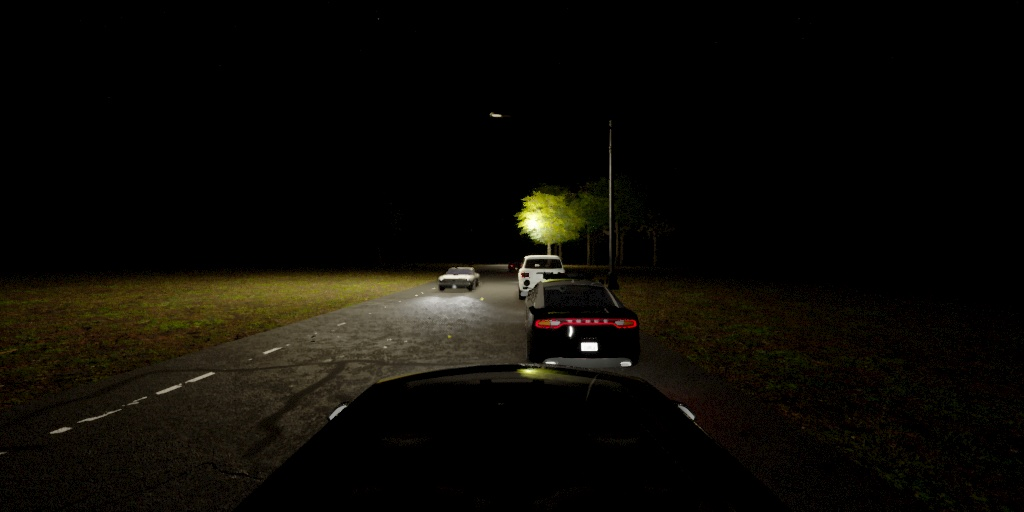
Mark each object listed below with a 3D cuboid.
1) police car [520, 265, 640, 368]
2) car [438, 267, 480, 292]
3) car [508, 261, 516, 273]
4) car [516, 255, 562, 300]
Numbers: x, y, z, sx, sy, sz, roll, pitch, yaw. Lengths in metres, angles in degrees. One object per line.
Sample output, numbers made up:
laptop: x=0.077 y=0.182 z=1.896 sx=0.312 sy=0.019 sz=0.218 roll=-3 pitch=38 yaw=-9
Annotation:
police car: x=1.228 y=1.175 z=8.015 sx=1.930 sy=1.638 sz=5.238 roll=0 pitch=0 yaw=1
car: x=-3.108 y=1.370 z=21.648 sx=1.895 sy=1.301 sz=4.718 roll=0 pitch=0 yaw=1
car: x=0.530 y=1.342 z=45.795 sx=1.812 sy=1.442 sz=4.674 roll=0 pitch=0 yaw=0
car: x=1.409 y=0.988 z=17.960 sx=2.150 sy=2.045 sz=5.566 roll=0 pitch=0 yaw=1
